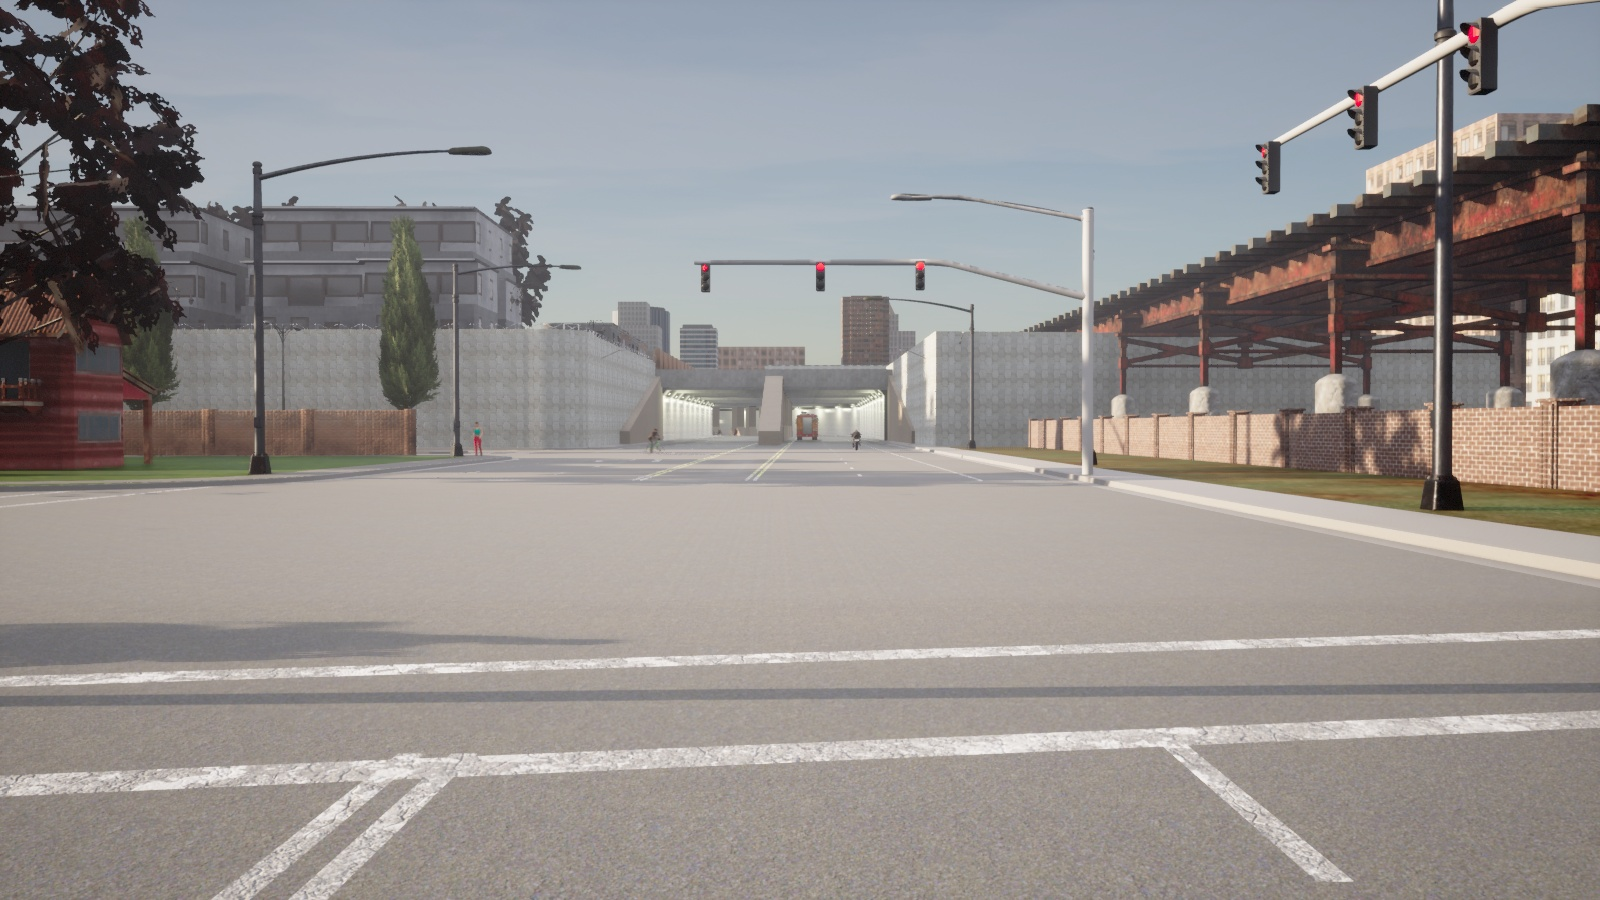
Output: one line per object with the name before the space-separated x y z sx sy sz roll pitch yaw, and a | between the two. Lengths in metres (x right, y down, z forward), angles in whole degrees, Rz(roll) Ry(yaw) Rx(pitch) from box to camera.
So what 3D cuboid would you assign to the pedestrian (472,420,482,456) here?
pedestrian | -16.790 -0.635 65.320 0.345 1.836 0.594 0 1 -1
